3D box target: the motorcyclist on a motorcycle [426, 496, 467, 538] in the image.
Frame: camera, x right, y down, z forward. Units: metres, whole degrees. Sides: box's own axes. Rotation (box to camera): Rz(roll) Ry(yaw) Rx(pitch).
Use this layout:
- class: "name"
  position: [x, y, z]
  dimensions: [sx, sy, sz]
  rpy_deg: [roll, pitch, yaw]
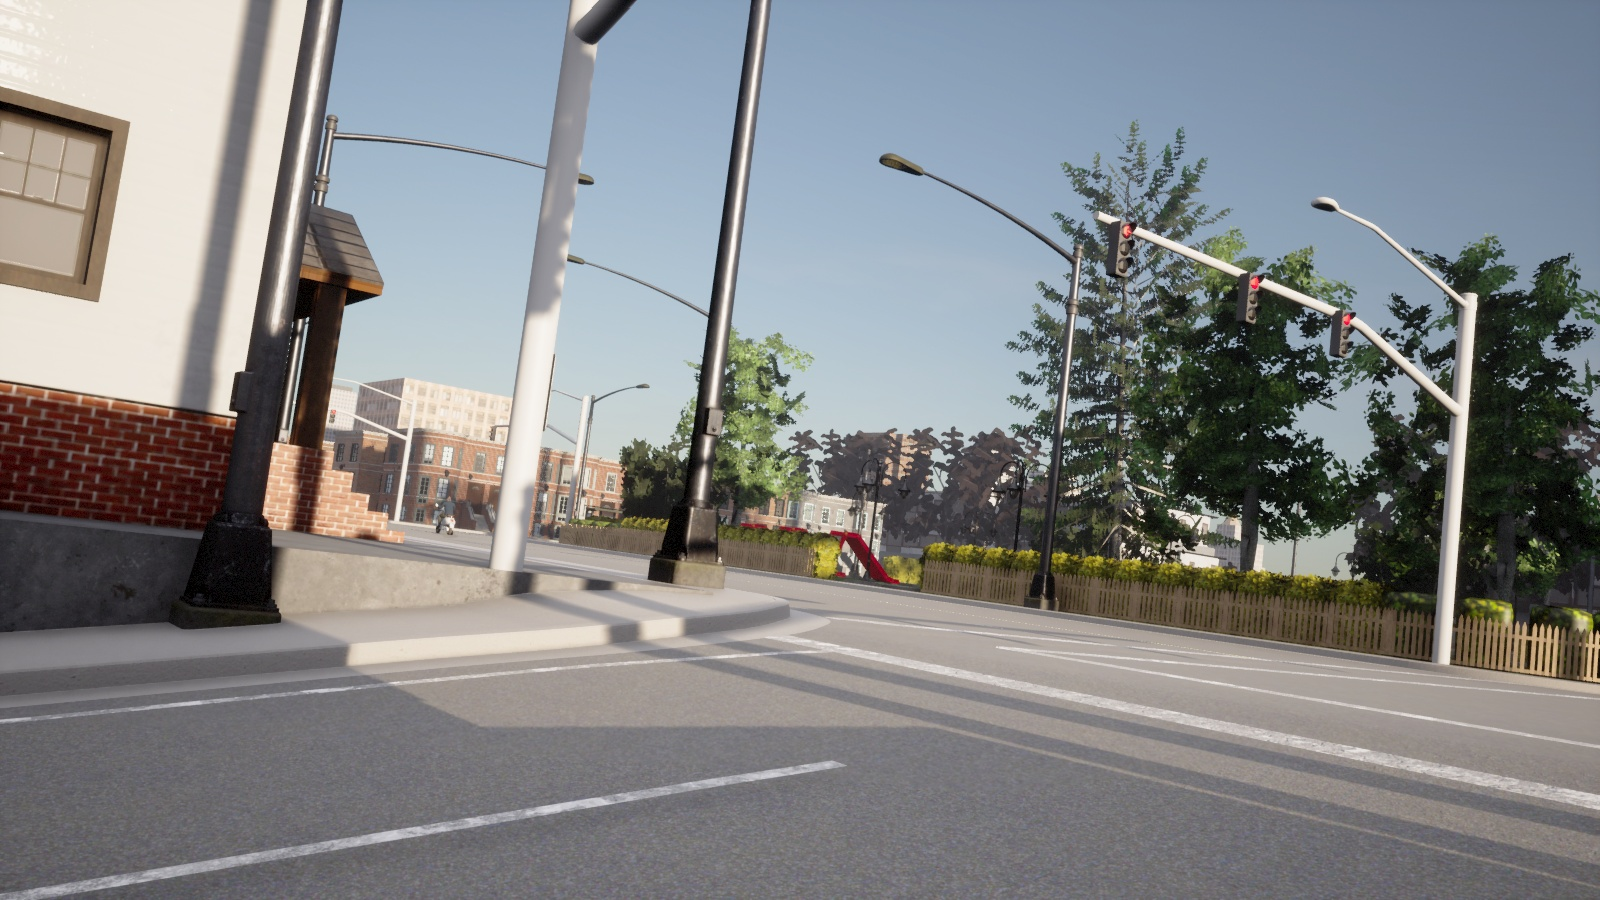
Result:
- class: "motorcyclist on a motorcycle"
  position: [-14.748, 2.788, 52.391]
  dimensions: [0.866, 1.590, 1.817]
  rpy_deg: [10, -6, -35]
